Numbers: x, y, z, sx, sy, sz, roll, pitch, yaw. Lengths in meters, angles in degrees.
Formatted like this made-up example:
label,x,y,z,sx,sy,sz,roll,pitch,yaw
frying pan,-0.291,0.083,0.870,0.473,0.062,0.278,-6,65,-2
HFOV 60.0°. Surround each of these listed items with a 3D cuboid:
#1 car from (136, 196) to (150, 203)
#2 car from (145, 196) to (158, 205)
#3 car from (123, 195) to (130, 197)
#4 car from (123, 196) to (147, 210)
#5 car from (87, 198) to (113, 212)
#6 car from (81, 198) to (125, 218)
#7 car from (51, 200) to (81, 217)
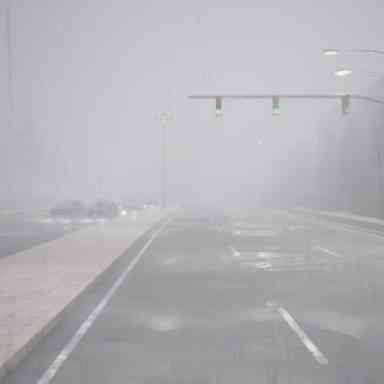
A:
label,x,y,z,sx,sy,sz,roll,pitch,yaw
car,-10.258,1.562,70.107,2.033,1.411,5.357,0,0,2
car,-7.154,1.581,57.943,1.994,1.385,4.181,0,0,2
car,-10.740,1.372,55.422,2.097,1.767,4.553,0,0,2
car,-7.630,1.617,43.595,1.895,1.301,4.718,0,0,2
car,-11.209,1.547,40.735,1.812,1.442,4.674,0,0,2
car,-8.060,1.563,30.753,2.033,1.411,5.357,0,0,2
car,-11.547,1.498,31.474,1.882,1.535,5.008,0,0,2
